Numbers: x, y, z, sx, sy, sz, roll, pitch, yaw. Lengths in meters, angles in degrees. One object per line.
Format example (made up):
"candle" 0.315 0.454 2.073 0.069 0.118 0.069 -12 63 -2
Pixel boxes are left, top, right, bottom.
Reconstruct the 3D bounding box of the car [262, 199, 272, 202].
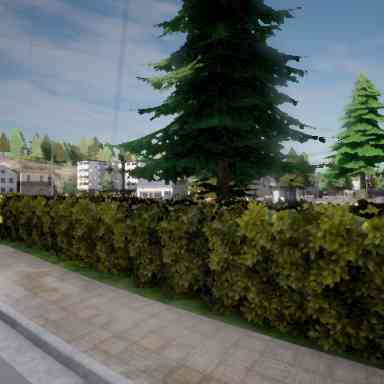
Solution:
"car" 9.908 1.478 44.353 5.008 1.535 1.882 0 0 -45

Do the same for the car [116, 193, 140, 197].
"car" -9.685 1.384 53.909 3.806 1.475 1.970 0 0 -45

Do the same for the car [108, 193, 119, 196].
"car" -15.205 1.097 70.344 4.605 1.855 1.932 0 0 -45

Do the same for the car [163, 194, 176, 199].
"car" -2.229 1.221 37.447 5.566 2.045 2.150 0 0 -45

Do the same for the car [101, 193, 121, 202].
"car" -17.533 1.077 72.131 3.866 1.878 1.905 0 0 -45

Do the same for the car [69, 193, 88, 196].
"car" -26.486 1.154 81.271 5.027 1.636 2.152 0 0 -45

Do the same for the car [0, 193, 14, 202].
"car" -41.101 1.097 71.348 4.605 1.855 1.932 0 0 -45

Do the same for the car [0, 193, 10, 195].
"car" -23.122 1.330 40.952 5.027 1.636 2.152 0 0 -45

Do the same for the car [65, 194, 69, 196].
"car" -31.208 1.232 85.629 3.806 1.475 1.970 0 0 -45
